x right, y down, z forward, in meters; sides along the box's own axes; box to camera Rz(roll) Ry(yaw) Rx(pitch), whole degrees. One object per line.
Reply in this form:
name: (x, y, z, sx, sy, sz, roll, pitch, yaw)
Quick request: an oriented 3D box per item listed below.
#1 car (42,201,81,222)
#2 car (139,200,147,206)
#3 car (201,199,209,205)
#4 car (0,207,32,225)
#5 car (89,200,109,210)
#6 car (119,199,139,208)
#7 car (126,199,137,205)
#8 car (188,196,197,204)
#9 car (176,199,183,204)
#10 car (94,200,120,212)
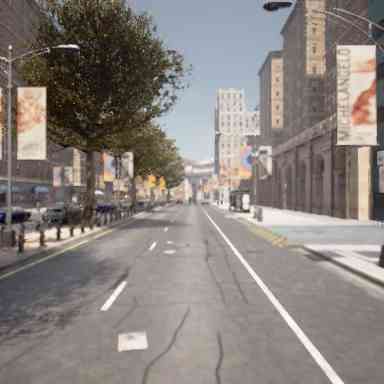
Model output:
car: (-11.562, 1.677, 29.697, 2.097, 1.767, 4.553, 0, 0, 0)
car: (-11.402, 2.419, 74.806, 1.895, 1.301, 4.718, 0, -1, 0)
car: (3.360, 2.529, 84.522, 1.895, 1.301, 4.718, 0, -1, 0)
car: (-15.065, 1.898, 27.109, 1.895, 1.301, 4.718, 0, -1, 0)
car: (-15.000, 2.098, 53.819, 1.837, 1.490, 4.892, 0, -1, 0)
car: (-11.451, 2.014, 60.125, 2.097, 1.767, 4.553, 0, -1, 1)
car: (-14.893, 2.412, 81.880, 1.994, 1.385, 4.181, 0, -1, 0)
car: (0.121, 2.238, 91.765, 2.150, 2.045, 5.566, 0, -1, 0)
car: (-3.380, 2.534, 91.562, 1.812, 1.442, 4.674, 0, -1, 0)
car: (-11.538, 2.094, 44.895, 1.895, 1.301, 4.718, 0, -1, 0)
